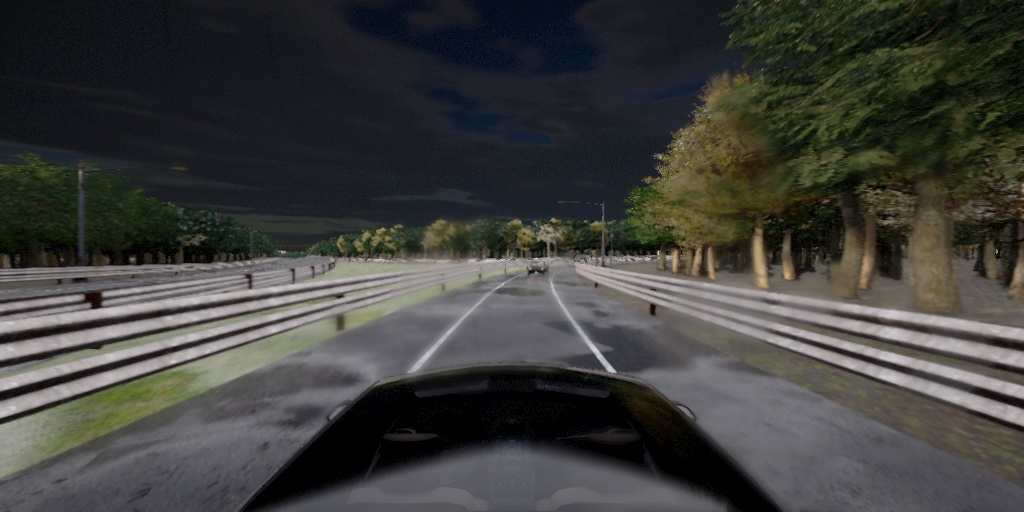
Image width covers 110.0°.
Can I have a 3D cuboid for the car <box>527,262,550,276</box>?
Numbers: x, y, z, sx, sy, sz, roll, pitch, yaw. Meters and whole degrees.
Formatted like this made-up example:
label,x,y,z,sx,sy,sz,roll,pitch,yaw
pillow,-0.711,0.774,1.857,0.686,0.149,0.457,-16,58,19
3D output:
label,x,y,z,sx,sy,sz,roll,pitch,yaw
car,2.855,1.331,37.699,1.895,1.301,4.718,0,0,12
